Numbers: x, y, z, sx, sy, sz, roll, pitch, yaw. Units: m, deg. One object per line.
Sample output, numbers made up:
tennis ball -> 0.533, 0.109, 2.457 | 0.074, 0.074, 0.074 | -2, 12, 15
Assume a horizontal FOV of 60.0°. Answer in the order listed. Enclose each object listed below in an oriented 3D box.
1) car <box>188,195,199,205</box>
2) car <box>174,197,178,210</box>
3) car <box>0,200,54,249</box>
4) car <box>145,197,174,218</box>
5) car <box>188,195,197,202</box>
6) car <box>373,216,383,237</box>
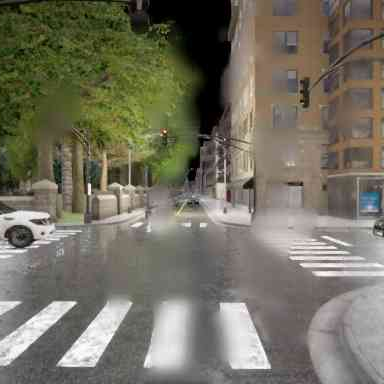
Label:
car -> 0.213, 1.529, 56.340 | 1.895, 1.301, 4.718 | 0, 0, 0
car -> -3.019, 1.562, 39.797 | 1.895, 1.301, 4.718 | 0, 0, 0
car -> -8.679, 1.214, 13.612 | 5.566, 2.045, 2.150 | 0, 1, -14
car -> -3.026, 1.472, 29.714 | 2.128, 1.511, 4.902 | 0, 0, 0
car -> 0.183, 1.424, 70.670 | 1.812, 1.442, 4.674 | 0, 0, 0
car -> 10.999, 1.366, 15.485 | 4.553, 1.767, 2.097 | 0, 0, 0
